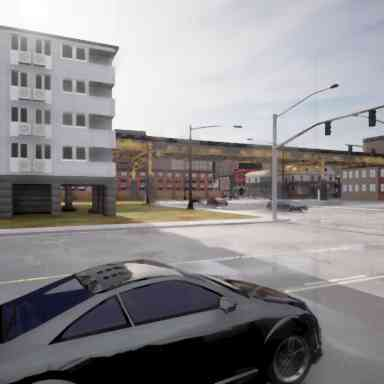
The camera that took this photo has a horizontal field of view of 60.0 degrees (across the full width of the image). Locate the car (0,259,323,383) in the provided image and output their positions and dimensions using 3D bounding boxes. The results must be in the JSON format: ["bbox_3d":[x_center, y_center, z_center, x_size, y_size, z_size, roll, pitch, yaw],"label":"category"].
[{"bbox_3d":[-0.414,1.564,4.030,4.181,1.385,1.994,0,0,-30],"label":"car"}]

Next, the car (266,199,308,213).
[{"bbox_3d":[10.699,1.545,37.903,2.033,1.411,5.357,0,0,-25],"label":"car"}]

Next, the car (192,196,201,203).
[{"bbox_3d":[0.729,1.546,67.594,2.033,1.411,5.357,0,0,7],"label":"car"}]

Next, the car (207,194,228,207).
[{"bbox_3d":[3.934,1.524,52.307,1.812,1.442,4.674,0,0,-24],"label":"car"}]
